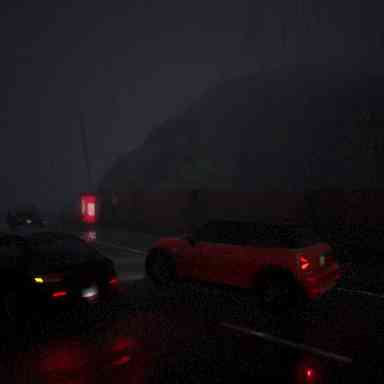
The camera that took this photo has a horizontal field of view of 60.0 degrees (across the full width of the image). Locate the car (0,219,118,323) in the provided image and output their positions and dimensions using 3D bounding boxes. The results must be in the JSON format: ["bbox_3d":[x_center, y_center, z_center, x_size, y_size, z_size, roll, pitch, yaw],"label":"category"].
[{"bbox_3d":[-3.475,1.553,7.266,4.674,1.442,1.812,0,0,42],"label":"car"}]

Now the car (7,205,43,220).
[{"bbox_3d":[-11.134,1.604,22.123,1.812,1.442,4.674,0,0,-32],"label":"car"}]

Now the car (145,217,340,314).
[{"bbox_3d":[0.966,1.389,8.008,4.553,1.767,2.097,0,0,39],"label":"car"}]
